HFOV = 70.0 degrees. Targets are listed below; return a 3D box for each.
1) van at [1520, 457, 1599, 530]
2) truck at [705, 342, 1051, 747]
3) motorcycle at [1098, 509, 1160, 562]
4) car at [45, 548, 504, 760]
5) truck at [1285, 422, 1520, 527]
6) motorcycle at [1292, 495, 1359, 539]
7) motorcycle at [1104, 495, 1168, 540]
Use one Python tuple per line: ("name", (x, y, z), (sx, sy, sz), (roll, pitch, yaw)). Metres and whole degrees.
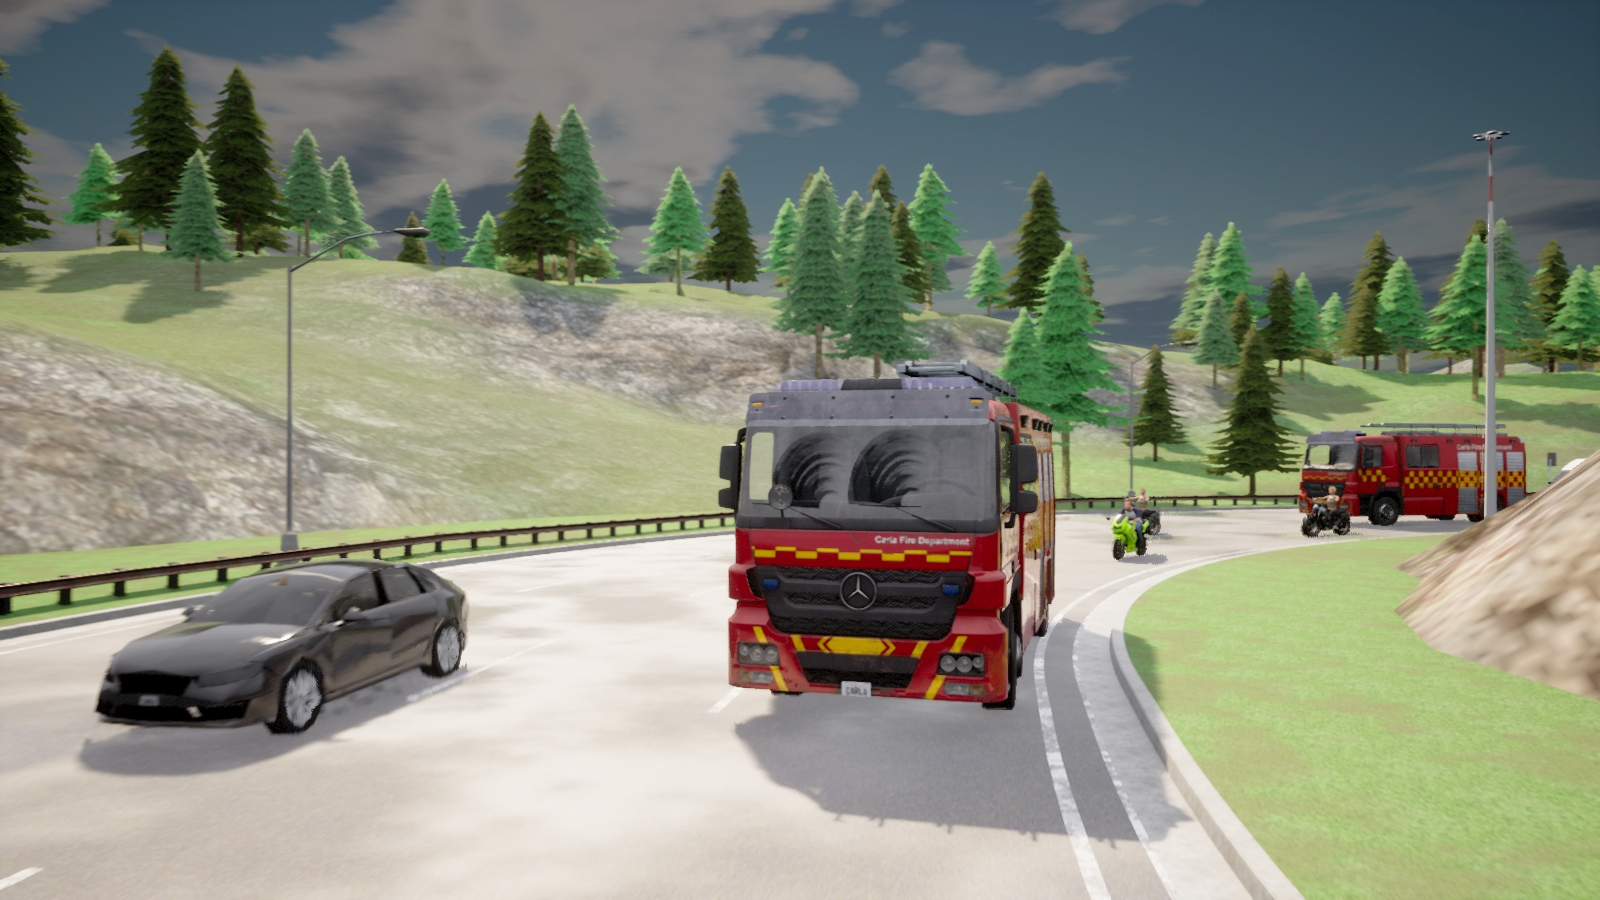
("van", (29.943, 1.552, 42.344), (5.915, 2.561, 1.988), (0, 0, -14))
("truck", (1.598, 0.891, 15.263), (2.891, 3.827, 8.468), (0, 0, 16))
("motorcycle", (8.517, 2.190, 29.564), (0.803, 1.199, 2.033), (0, 1, 39))
("car", (-5.503, 2.058, 12.908), (2.231, 1.480, 4.892), (0, 0, 12))
("truck", (23.337, 0.904, 44.266), (8.468, 3.827, 2.891), (0, 0, -17))
("motorcycle", (17.105, 2.165, 37.174), (2.356, 1.307, 0.764), (0, 0, -31))
("motorcycle", (10.865, 2.161, 36.897), (2.356, 1.307, 0.764), (0, 0, -39))
